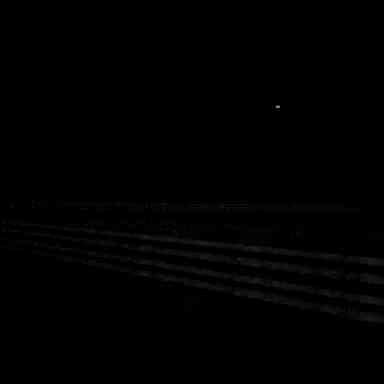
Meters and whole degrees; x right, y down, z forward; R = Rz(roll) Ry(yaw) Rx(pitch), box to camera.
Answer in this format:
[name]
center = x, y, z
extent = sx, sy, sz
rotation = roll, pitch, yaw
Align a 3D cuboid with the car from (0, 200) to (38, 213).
[car]
center = -21.021, 1.724, 39.931
extent = 5.357, 1.411, 2.033
rotation = 0, 0, 16
